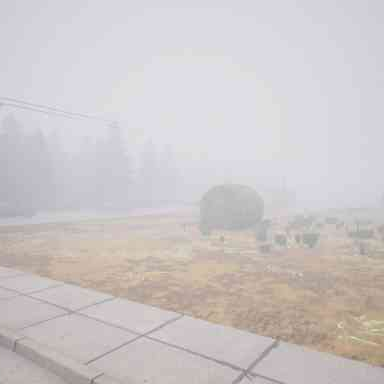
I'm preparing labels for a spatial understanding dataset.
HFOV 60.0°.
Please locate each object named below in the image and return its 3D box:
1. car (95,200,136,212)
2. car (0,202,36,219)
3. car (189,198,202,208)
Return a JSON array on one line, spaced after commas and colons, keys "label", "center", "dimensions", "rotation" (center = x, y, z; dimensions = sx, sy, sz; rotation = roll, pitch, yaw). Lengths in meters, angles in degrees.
[{"label": "car", "center": [-8.848, 1.627, 38.581], "dimensions": [1.895, 1.301, 4.718], "rotation": [0, 0, 37]}, {"label": "car", "center": [-15.937, 1.591, 28.984], "dimensions": [1.994, 1.385, 4.181], "rotation": [0, 0, 36]}, {"label": "car", "center": [2.088, 1.552, 47.168], "dimensions": [1.812, 1.442, 4.674], "rotation": [0, 0, 36]}]
